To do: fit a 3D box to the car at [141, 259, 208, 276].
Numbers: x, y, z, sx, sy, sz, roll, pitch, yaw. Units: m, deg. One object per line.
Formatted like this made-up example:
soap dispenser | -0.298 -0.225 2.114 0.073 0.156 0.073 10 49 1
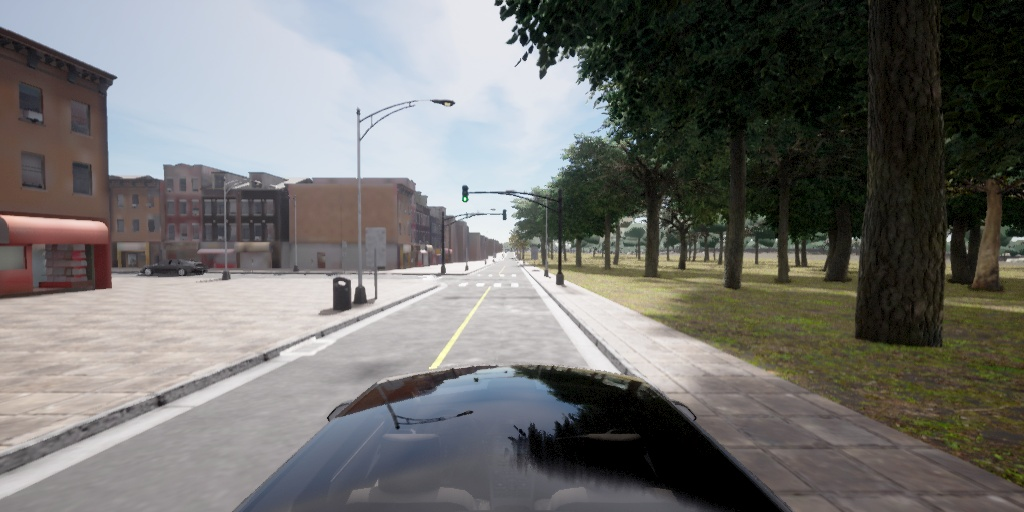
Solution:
car | -29.779 0.991 31.683 4.892 1.490 1.837 0 1 0
